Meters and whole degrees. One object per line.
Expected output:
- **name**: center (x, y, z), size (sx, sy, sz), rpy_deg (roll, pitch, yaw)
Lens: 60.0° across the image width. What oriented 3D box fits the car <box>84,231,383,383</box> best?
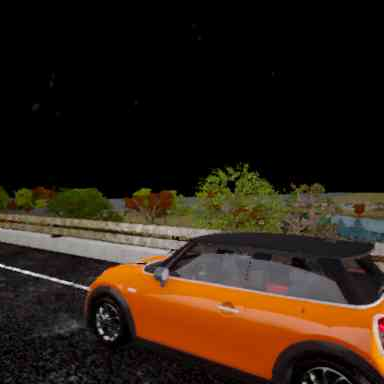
- **car**: center (0.523, 1.352, 4.785), size (4.553, 1.767, 2.097), rpy_deg (0, 0, 36)
